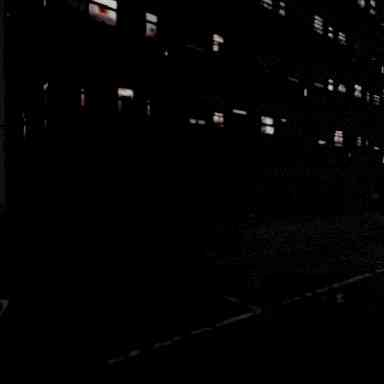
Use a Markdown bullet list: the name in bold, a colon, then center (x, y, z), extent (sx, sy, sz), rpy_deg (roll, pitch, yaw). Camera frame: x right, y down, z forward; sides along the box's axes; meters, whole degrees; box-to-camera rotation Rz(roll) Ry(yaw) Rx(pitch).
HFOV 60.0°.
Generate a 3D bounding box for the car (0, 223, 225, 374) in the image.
- **car**: center (-1.462, 1.406, 5.555), extent (4.097, 1.590, 1.967), rpy_deg (-1, 2, -36)
